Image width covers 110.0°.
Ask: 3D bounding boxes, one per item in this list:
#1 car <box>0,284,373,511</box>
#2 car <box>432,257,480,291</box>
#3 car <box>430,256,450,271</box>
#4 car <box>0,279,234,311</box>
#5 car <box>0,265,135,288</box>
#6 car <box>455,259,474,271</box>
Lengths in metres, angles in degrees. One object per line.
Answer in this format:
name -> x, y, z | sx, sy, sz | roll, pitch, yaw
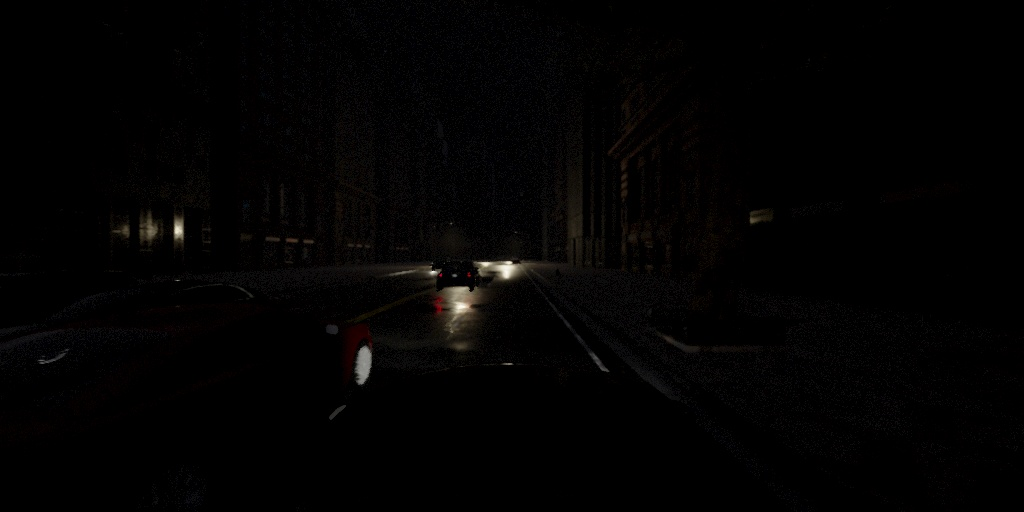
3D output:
car -> -3.151, 1.228, 3.757 | 1.882, 1.535, 5.008 | 0, 0, 0
car -> -3.150, 1.101, 21.787 | 2.097, 1.767, 4.553 | 0, 0, 0
car -> -9.815, 0.972, 50.212 | 2.150, 2.045, 5.566 | 0, 0, 0
car -> -6.600, 1.255, 6.662 | 1.837, 1.490, 4.892 | 0, 0, 0
car -> -9.850, 1.102, 7.092 | 2.097, 1.767, 4.553 | 0, 0, 0
car -> -6.567, 1.227, 50.065 | 1.882, 1.535, 5.008 | 0, 0, 0
